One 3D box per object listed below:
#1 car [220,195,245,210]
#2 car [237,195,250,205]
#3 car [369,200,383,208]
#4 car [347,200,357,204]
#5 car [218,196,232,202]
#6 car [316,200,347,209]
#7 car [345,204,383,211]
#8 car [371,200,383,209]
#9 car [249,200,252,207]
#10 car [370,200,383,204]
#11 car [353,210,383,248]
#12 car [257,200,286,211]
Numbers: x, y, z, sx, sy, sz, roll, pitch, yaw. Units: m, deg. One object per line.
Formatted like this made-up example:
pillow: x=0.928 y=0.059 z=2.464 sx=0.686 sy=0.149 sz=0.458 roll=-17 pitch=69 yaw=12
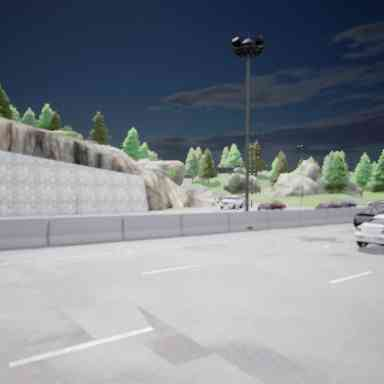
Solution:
car: x=6.205 y=1.578 z=51.088 sx=2.150 sy=2.045 sz=5.566 roll=0 pitch=0 yaw=27
car: x=11.530 y=1.765 z=75.427 sx=2.150 sy=2.045 sz=5.566 roll=0 pitch=0 yaw=1
car: x=36.207 y=2.282 z=64.067 sx=4.718 sy=1.301 sz=1.895 roll=1 pitch=0 yaw=-35
car: x=26.716 y=2.092 z=57.304 sx=4.674 sy=1.442 sz=1.812 roll=1 pitch=-1 yaw=-35
car: x=8.998 y=1.935 z=90.541 sx=2.128 sy=1.511 sz=4.902 roll=1 pitch=1 yaw=-14
car: x=19.978 y=1.982 z=48.294 sx=4.674 sy=1.442 sz=1.812 roll=1 pitch=0 yaw=-35
car: x=12.133 y=1.719 z=20.992 sx=4.902 sy=1.511 sz=2.128 roll=1 pitch=0 yaw=-35
car: x=33.117 y=2.123 z=57.575 sx=4.892 sy=1.490 sz=1.837 roll=0 pitch=0 yaw=-35
car: x=10.473 y=2.067 z=63.395 sx=1.895 sy=1.301 sz=4.718 roll=0 pitch=0 yaw=12
car: x=24.354 y=1.964 z=42.821 sx=4.892 sy=1.490 sz=1.837 roll=1 pitch=0 yaw=-35
car: x=8.839 y=1.685 z=14.345 sx=4.674 sy=1.442 sz=1.812 roll=1 pitch=0 yaw=-35
car: x=11.192 y=1.896 z=46.320 sx=4.674 sy=1.442 sz=1.812 roll=1 pitch=0 yaw=-35
